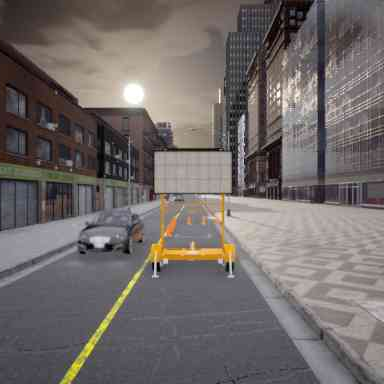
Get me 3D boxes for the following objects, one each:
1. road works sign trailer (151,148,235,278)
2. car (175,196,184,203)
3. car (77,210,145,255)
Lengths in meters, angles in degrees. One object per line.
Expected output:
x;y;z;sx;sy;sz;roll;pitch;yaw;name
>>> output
0.031;0.468;10.171;2.380;3.560;2.880;0;0;0;road works sign trailer
-2.771;1.655;73.629;1.994;1.385;4.181;0;0;0;car
-3.059;1.498;13.427;2.128;1.511;4.902;0;0;0;car
